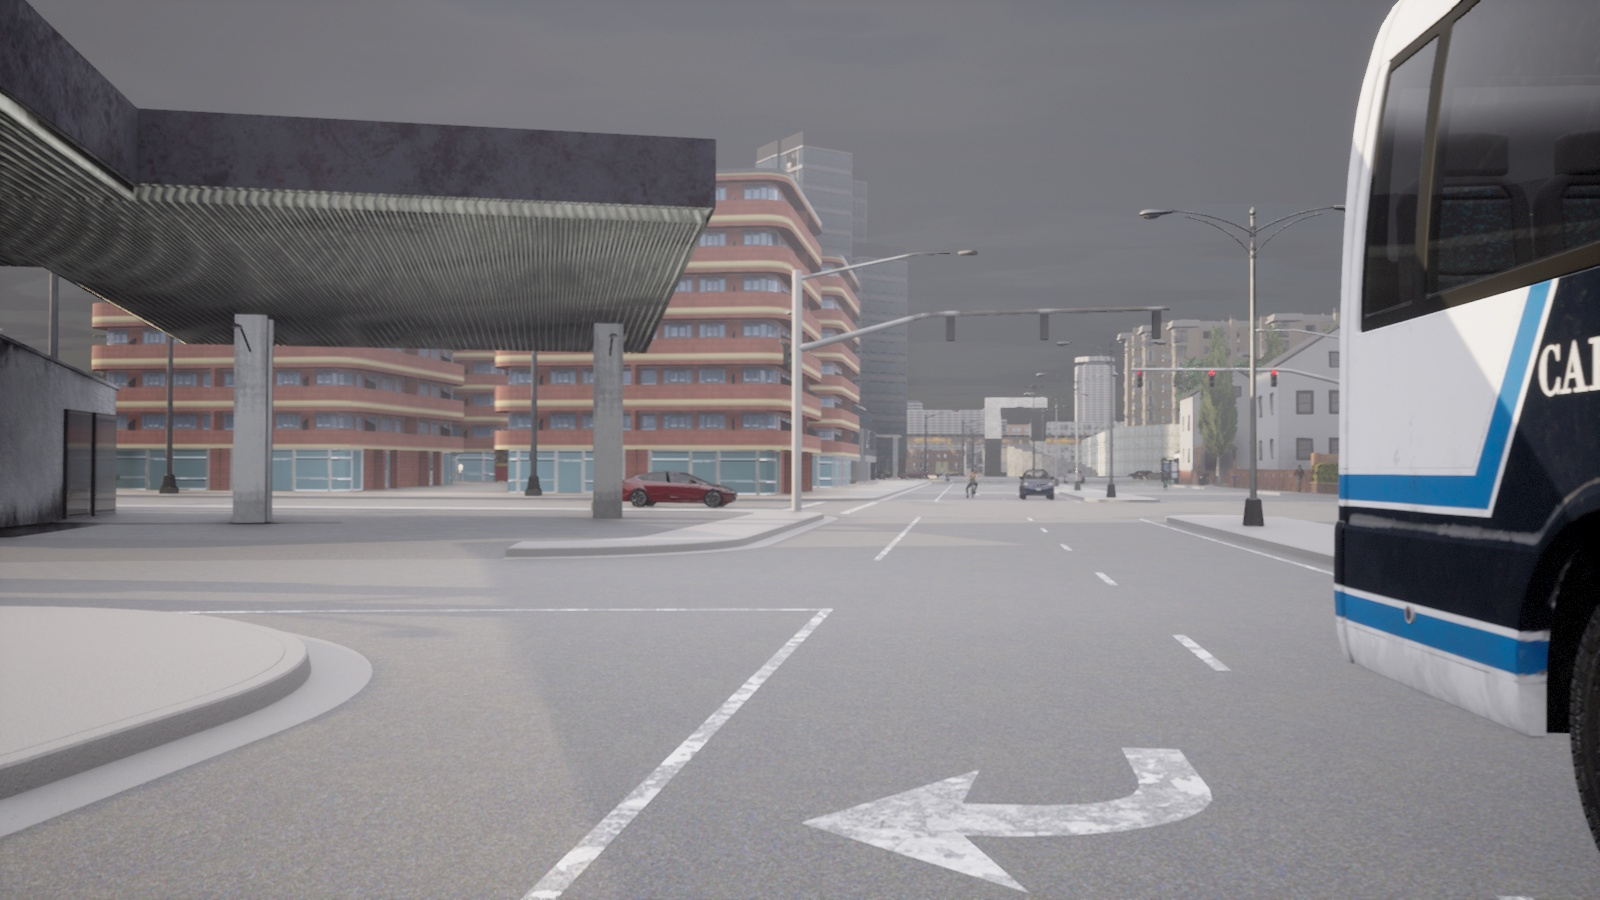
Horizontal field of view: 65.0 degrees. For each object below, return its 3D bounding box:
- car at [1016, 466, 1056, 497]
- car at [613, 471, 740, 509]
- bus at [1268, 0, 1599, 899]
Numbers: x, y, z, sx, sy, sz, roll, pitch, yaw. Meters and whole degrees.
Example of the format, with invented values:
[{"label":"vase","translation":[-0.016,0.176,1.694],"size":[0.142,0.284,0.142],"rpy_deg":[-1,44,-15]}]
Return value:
[{"label":"car","translation":[12.698,1.675,67.729],"size":[1.851,1.617,3.988],"rpy_deg":[0,-1,8]},{"label":"car","translation":[-4.990,1.607,51.026],"size":[4.792,1.488,2.163],"rpy_deg":[0,-1,7]},{"label":"bus","translation":[4.135,-0.562,1.455],"size":[3.944,4.253,10.273],"rpy_deg":[0,-1,4]}]
